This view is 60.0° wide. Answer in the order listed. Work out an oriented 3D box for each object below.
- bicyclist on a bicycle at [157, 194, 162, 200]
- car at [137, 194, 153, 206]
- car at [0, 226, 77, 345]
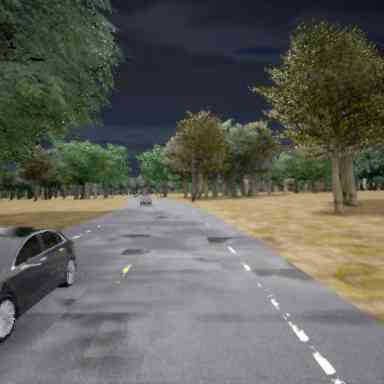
[{"bbox_3d":[-7.541,1.251,81.132,0.582,1.620,1.656,0,-1,-12],"label":"bicyclist on a bicycle"},{"bbox_3d":[-6.824,1.340,49.406,1.837,1.490,4.892,0,0,-7],"label":"car"},{"bbox_3d":[-3.701,1.488,6.376,1.837,1.490,4.892,0,0,-1],"label":"car"}]
